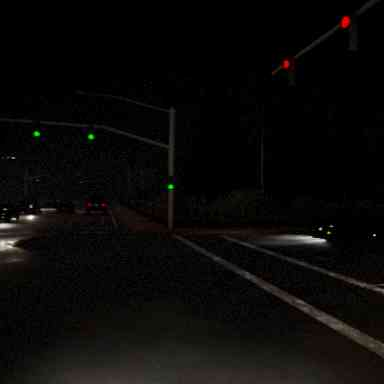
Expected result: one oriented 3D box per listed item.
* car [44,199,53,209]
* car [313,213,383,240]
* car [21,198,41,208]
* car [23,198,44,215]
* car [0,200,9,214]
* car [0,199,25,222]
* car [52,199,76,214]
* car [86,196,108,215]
[{"bbox_3d":[-22.030,1.830,52.111,2.033,1.411,5.357,1,-1,-15],"label":"car"},{"bbox_3d":[8.935,1.853,18.459,4.181,1.385,1.994,1,-1,-12],"label":"car"},{"bbox_3d":[-26.230,1.726,54.318,1.882,1.535,5.008,1,-1,-15],"label":"car"},{"bbox_3d":[-17.752,1.517,35.895,2.097,1.767,4.553,1,-1,-15],"label":"car"},{"bbox_3d":[-21.306,1.638,35.623,1.812,1.442,4.674,1,-1,-15],"label":"car"},{"bbox_3d":[-15.385,1.606,26.994,1.837,1.490,4.892,1,-1,-15],"label":"car"},{"bbox_3d":[-14.898,1.721,39.459,1.882,1.535,5.008,1,-1,-15],"label":"car"},{"bbox_3d":[-10.912,1.505,38.115,2.150,2.045,5.566,1,-1,-15],"label":"car"}]
